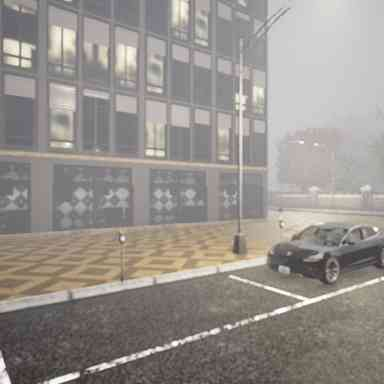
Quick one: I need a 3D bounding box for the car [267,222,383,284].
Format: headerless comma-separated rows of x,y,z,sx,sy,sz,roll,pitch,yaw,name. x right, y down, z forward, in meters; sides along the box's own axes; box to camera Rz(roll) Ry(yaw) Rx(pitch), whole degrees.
4.074,1.562,9.549,4.313,1.339,1.947,0,0,-35,car
